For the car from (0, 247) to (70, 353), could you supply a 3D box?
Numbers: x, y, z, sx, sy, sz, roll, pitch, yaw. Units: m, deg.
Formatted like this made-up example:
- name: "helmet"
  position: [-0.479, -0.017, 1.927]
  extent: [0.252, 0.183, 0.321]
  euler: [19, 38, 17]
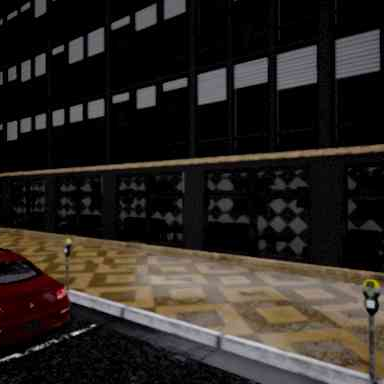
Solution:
- name: "car"
  position: [-3.720, 1.576, 5.493]
  extent: [4.206, 1.307, 1.802]
  euler: [0, 0, 36]
